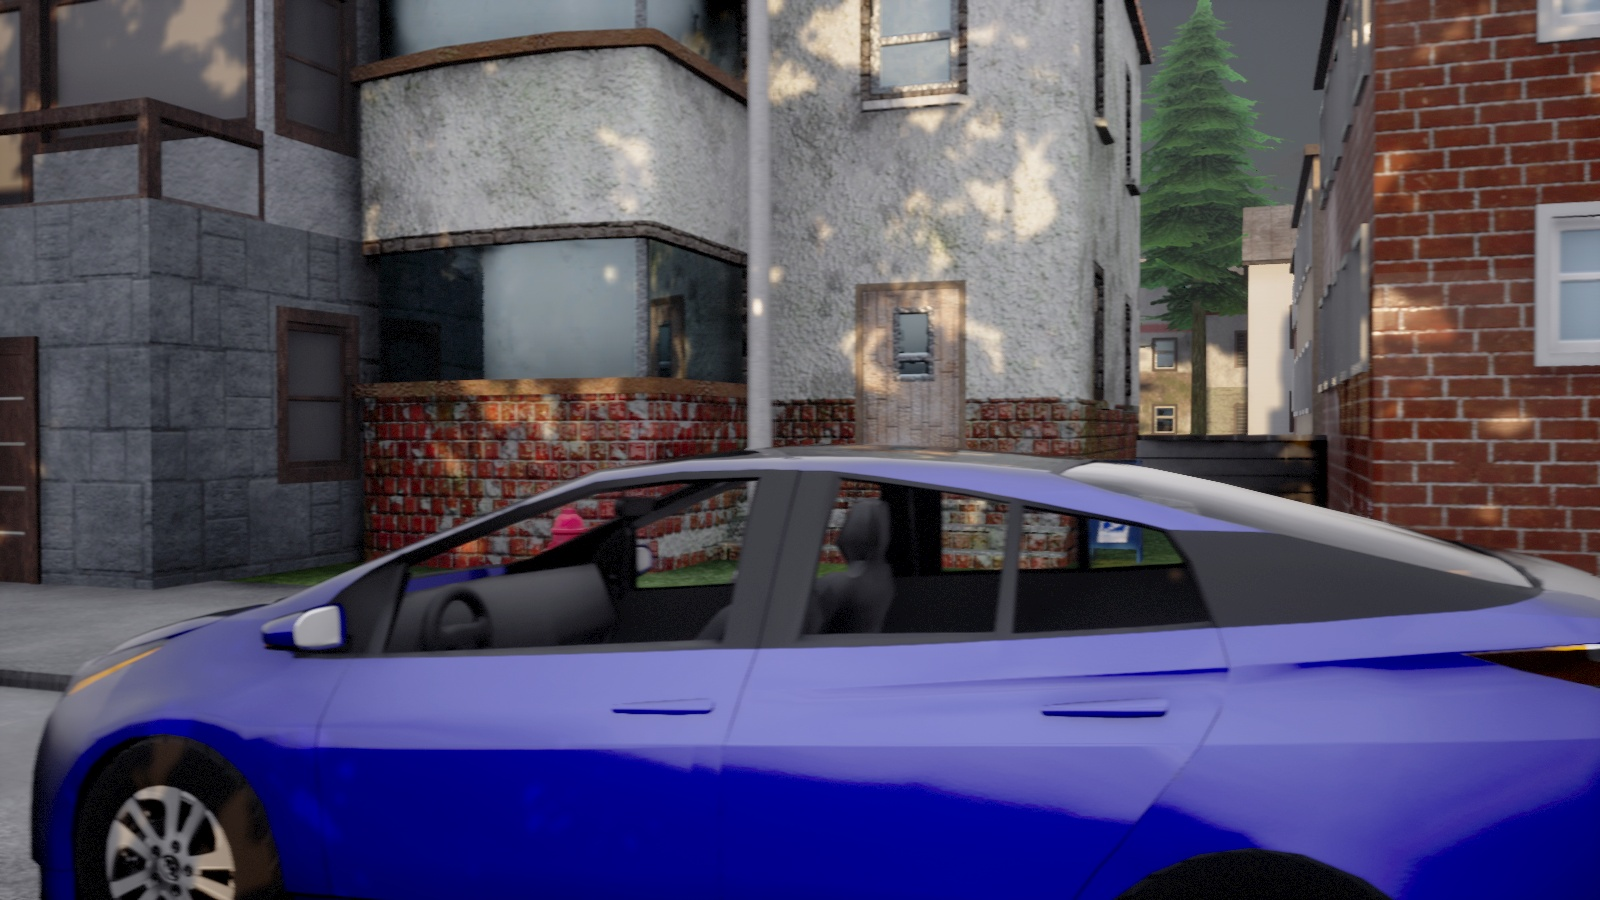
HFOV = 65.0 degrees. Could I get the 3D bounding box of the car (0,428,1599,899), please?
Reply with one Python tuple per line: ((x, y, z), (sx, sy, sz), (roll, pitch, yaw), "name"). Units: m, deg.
((-0.126, 0.708, 3.829), (4.514, 1.525, 2.007), (1, 1, 20), "car")
